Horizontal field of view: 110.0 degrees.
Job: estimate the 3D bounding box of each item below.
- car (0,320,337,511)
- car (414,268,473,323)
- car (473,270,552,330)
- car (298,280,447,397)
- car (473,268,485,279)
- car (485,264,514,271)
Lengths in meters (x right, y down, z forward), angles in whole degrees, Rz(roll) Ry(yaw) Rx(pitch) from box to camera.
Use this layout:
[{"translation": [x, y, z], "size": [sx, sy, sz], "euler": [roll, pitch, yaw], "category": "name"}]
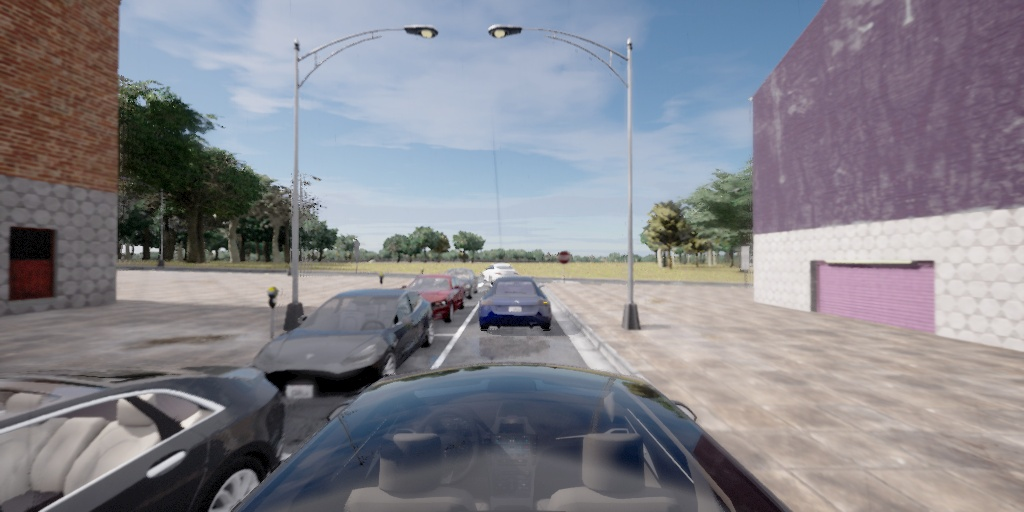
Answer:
[{"translation": [-2.639, 1.301, 1.097], "size": [2.007, 1.370, 4.403], "euler": [0, 0, 0], "category": "car"}, {"translation": [-2.632, 1.294, 12.177], "size": [1.888, 1.381, 4.507], "euler": [0, 0, 0], "category": "car"}, {"translation": [0.086, 1.313, 11.061], "size": [1.994, 1.385, 4.181], "euler": [0, 0, 0], "category": "car"}, {"translation": [-2.635, 1.315, 6.637], "size": [1.948, 1.339, 4.313], "euler": [0, 0, 0], "category": "car"}, {"translation": [-2.628, 1.298, 17.719], "size": [2.007, 1.370, 4.403], "euler": [0, 0, 0], "category": "car"}, {"translation": [-0.878, 1.246, 25.070], "size": [1.812, 1.442, 4.674], "euler": [1, 0, -15], "category": "car"}]
